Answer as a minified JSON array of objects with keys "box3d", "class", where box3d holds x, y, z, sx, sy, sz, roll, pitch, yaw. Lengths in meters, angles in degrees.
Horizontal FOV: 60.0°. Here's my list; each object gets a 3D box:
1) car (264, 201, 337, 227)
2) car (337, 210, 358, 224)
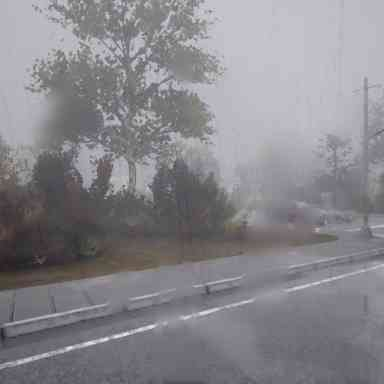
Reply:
[{"box3d":[7.432,1.426,23.655,2.097,1.767,4.553,0,-1,-38],"class":"car"},{"box3d":[10.226,1.675,25.857,1.895,1.301,4.718,0,-1,-39],"class":"car"}]
